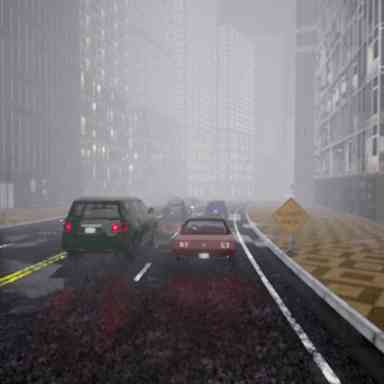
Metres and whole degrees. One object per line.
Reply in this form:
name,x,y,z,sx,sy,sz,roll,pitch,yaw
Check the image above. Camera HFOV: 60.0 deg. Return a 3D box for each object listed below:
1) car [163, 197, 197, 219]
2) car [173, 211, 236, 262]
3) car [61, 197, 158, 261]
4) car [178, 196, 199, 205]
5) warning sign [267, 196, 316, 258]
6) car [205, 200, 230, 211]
car,-1.174,1.418,28.290,2.128,1.511,4.902,0,0,8
car,0.514,1.570,11.951,1.895,1.301,4.718,0,0,4
car,-2.727,1.183,12.230,2.150,2.045,5.566,0,0,4
car,-0.193,1.375,52.585,2.128,1.511,4.902,0,0,13
warning sign,3.209,1.092,10.865,1.300,1.860,1.060,1,1,3
car,2.274,1.413,29.506,1.882,1.535,5.008,0,0,8
